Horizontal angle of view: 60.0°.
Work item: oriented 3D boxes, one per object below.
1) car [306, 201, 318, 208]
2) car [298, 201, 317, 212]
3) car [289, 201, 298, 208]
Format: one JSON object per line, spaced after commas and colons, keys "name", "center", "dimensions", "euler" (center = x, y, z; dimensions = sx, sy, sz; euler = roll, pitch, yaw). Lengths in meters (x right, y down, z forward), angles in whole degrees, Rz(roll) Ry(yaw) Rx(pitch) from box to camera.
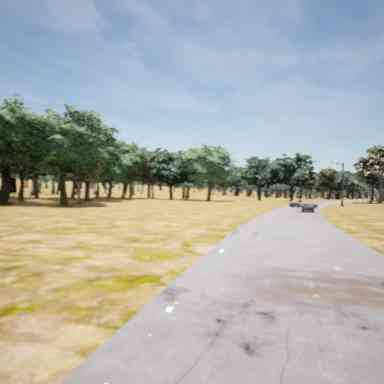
{"name": "car", "center": [25.189, 2.635, 69.637], "dimensions": [1.895, 1.301, 4.718], "euler": [2, 0, 24]}
{"name": "car", "center": [18.472, 2.359, 52.968], "dimensions": [2.128, 1.511, 4.902], "euler": [2, 0, 21]}
{"name": "car", "center": [20.597, 2.487, 66.601], "dimensions": [1.895, 1.301, 4.718], "euler": [2, 0, 23]}
